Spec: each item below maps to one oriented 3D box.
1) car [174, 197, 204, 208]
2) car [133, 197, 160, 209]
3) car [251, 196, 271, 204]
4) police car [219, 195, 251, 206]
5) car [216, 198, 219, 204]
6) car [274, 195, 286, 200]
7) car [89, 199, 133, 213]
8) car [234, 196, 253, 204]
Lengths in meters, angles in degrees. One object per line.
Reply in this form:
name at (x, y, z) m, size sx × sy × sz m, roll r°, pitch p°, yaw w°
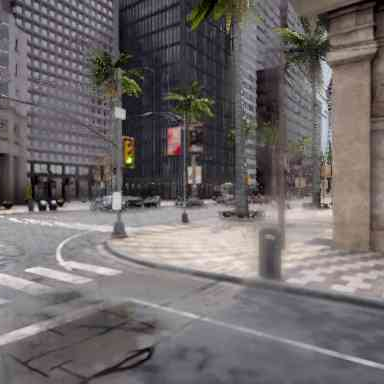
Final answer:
car at (-0.312, 1.502, 49.028) m, size 2.033 × 1.411 × 5.357 m, roll 0°, pitch 0°, yaw 36°
car at (-6.423, 1.462, 45.827) m, size 2.161 × 1.482 × 4.786 m, roll 0°, pitch 0°, yaw 35°
car at (12.845, 1.438, 61.274) m, size 1.882 × 1.535 × 5.008 m, roll 0°, pitch 0°, yaw 35°
police car at (6.914, 1.464, 52.889) m, size 2.038 × 1.542 × 4.974 m, roll 0°, pitch 0°, yaw 36°
car at (6.420, 1.304, 63.605) m, size 2.185 × 1.767 × 4.553 m, roll 0°, pitch 0°, yaw 35°
car at (23.294, 1.431, 87.649) m, size 2.231 × 1.521 × 4.892 m, roll 0°, pitch 0°, yaw 35°
car at (-9.100, 1.480, 36.792) m, size 1.812 × 1.442 × 4.674 m, roll 0°, pitch 0°, yaw 36°
car at (9.808, 1.484, 63.039) m, size 1.812 × 1.442 × 4.674 m, roll 0°, pitch 0°, yaw 35°
